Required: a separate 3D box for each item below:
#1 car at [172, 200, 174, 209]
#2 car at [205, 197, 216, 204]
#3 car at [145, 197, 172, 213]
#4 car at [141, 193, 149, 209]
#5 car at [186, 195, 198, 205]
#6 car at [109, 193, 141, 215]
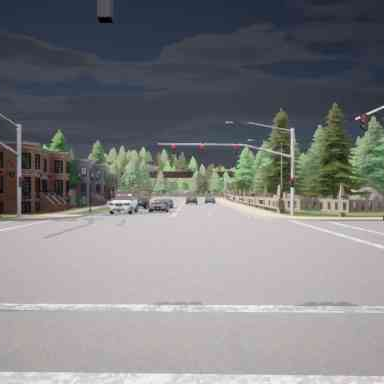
[{"bbox_3d":[-3.602,1.564,46.042,1.994,1.385,4.181,0,0,1],"label":"car"},{"bbox_3d":[3.542,1.564,65.227,1.994,1.385,4.181,0,0,0],"label":"car"},{"bbox_3d":[-3.603,1.564,36.734,1.994,1.385,4.181,0,0,0],"label":"car"},{"bbox_3d":[-7.110,1.221,45.754,2.150,2.045,5.566,0,0,0],"label":"car"},{"bbox_3d":[-0.054,1.352,60.247,2.097,1.767,4.553,0,0,0],"label":"car"},{"bbox_3d":[-7.106,1.224,34.966,2.150,2.045,5.566,0,0,0],"label":"car"}]
